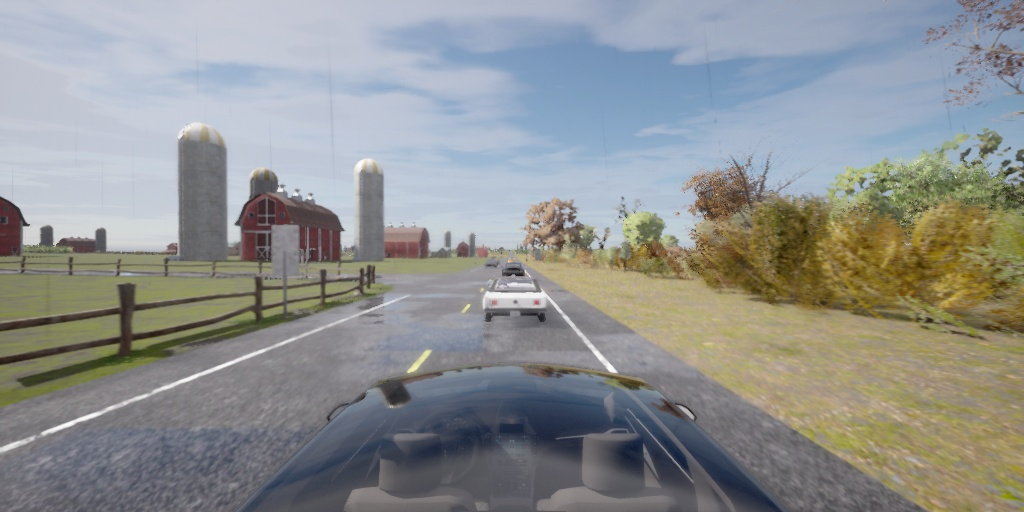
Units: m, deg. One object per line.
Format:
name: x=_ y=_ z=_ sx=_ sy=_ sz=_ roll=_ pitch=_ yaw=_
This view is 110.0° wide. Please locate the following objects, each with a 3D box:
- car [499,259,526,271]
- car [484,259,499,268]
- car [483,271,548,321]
car: x=0.099 y=1.258 z=30.191 sx=1.837 sy=1.490 sz=4.892 roll=0 pitch=0 yaw=0
car: x=-3.550 y=1.271 z=59.675 sx=1.837 sy=1.490 sz=4.892 roll=0 pitch=0 yaw=1
car: x=0.100 y=1.355 z=12.428 sx=1.895 sy=1.301 sz=4.718 roll=0 pitch=0 yaw=0
